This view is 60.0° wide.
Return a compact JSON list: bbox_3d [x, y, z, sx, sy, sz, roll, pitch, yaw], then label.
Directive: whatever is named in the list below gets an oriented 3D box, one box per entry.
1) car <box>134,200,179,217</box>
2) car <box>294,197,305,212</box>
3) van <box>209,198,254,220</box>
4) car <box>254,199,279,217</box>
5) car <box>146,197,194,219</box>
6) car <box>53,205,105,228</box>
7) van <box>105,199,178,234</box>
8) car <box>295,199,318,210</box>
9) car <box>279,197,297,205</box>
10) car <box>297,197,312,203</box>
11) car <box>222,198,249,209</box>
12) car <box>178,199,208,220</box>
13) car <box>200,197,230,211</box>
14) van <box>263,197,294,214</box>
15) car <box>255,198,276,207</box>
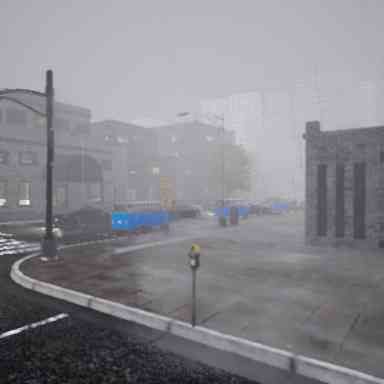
[{"bbox_3d":[-3.471,1.582,33.353,1.752,1.417,4.829,0,0,35],"label":"car"},{"bbox_3d":[13.092,1.685,42.358,1.752,1.417,4.829,0,0,35],"label":"car"},{"bbox_3d":[3.475,1.450,28.662,1.690,1.788,3.998,0,0,35],"label":"van"},{"bbox_3d":[6.647,1.670,33.180,1.887,1.381,4.507,0,0,35],"label":"car"},{"bbox_3d":[-1.957,1.422,30.996,2.097,1.767,4.553,0,0,35],"label":"car"},{"bbox_3d":[-7.581,1.609,22.991,1.994,1.385,4.181,0,0,35],"label":"car"},{"bbox_3d":[-2.871,1.421,19.624,1.690,1.788,3.998,0,0,35],"label":"van"},{"bbox_3d":[16.167,1.743,46.737,1.947,1.339,4.313,0,0,35],"label":"car"},{"bbox_3d":[18.839,1.728,65.124,1.887,1.381,4.507,0,0,35],"label":"car"},{"bbox_3d":[25.087,1.751,74.023,1.752,1.417,4.829,0,0,35],"label":"car"},{"bbox_3d":[6.146,1.652,47.050,1.887,1.381,4.507,0,0,35],"label":"car"},{"bbox_3d":[-1.162,1.573,26.568,2.128,1.511,4.902,0,0,35],"label":"car"},{"bbox_3d":[2.974,1.530,42.531,1.967,1.590,4.097,0,0,35],"label":"car"},{"bbox_3d":[9.822,1.483,37.700,1.690,1.788,3.998,0,0,35],"label":"van"},{"bbox_3d":[12.493,1.689,56.087,1.887,1.381,4.507,0,0,35],"label":"car"}]
